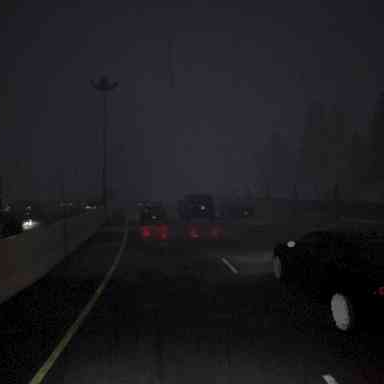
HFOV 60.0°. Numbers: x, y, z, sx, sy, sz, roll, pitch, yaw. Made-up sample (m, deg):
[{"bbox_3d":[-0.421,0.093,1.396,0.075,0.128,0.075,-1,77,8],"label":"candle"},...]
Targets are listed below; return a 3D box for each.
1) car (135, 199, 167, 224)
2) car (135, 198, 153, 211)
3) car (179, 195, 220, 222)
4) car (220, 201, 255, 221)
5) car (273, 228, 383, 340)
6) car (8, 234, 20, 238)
[{"bbox_3d":[-2.990,1.499,24.939,2.128,1.511,4.902,0,0,-10],"label":"car"},{"bbox_3d":[-6.167,1.561,42.427,2.033,1.411,5.357,0,0,-10],"label":"car"},{"bbox_3d":[0.307,1.219,26.454,2.150,2.045,5.566,0,0,-10],"label":"car"},{"bbox_3d":[3.643,1.466,27.621,1.882,1.535,5.008,0,0,-10],"label":"car"},{"bbox_3d":[3.158,1.469,6.715,1.882,1.535,5.008,0,0,-4],"label":"car"},{"bbox_3d":[-8.230,1.499,12.903,1.882,1.535,5.008,0,0,-8],"label":"car"}]
